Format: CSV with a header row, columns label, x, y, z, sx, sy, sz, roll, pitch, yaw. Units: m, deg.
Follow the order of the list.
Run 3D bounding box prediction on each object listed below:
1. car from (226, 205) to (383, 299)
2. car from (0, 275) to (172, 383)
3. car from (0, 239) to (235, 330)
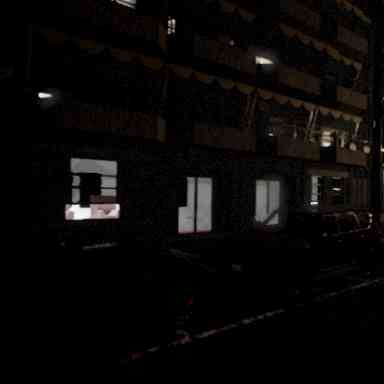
label,x,y,z,sx,sy,sz,roll,pitch,yaw
car,3.020,1.317,8.690,5.009,1.841,2.192,0,1,-35
car,-2.528,1.601,1.574,4.718,1.301,1.895,0,0,-35
car,-1.611,1.567,5.393,4.313,1.339,1.947,0,1,-35
